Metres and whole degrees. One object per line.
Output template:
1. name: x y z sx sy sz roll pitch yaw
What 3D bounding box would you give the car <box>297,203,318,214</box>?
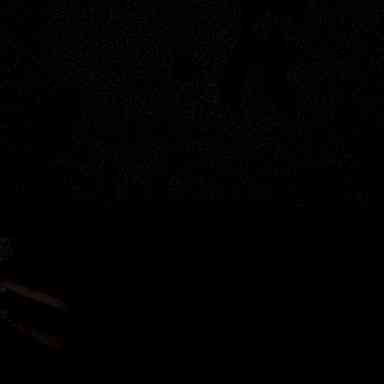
1. car: 16.417 2.343 47.372 1.882 1.535 5.008 -1 -1 35
